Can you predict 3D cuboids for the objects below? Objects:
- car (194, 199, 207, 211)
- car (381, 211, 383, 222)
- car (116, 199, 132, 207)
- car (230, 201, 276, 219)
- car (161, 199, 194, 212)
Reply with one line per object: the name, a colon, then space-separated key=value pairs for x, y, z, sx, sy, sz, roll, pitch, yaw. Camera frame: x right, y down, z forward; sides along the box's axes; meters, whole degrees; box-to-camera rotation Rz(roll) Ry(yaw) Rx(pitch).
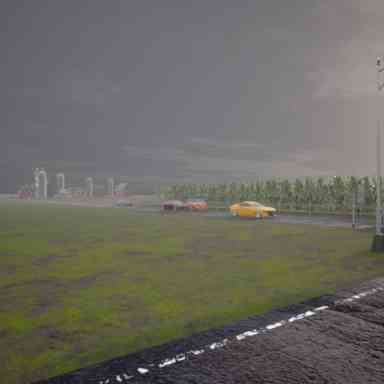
car: x=0.049 y=1.691 z=45.347 sx=2.097 sy=1.767 sz=4.553 roll=0 pitch=-1 yaw=-34
car: x=14.435 y=1.553 z=20.414 sx=4.902 sy=1.511 sz=2.128 roll=-1 pitch=-1 yaw=43
car: x=-13.329 y=2.122 z=64.969 sx=1.994 sy=1.385 sz=4.181 roll=0 pitch=-1 yaw=-34
car: x=5.765 y=1.675 z=31.726 sx=1.882 sy=1.535 sz=5.008 roll=0 pitch=0 yaw=-34
car: x=-2.279 y=1.805 z=43.534 sx=1.882 sy=1.535 sz=5.008 roll=0 pitch=-1 yaw=-34
